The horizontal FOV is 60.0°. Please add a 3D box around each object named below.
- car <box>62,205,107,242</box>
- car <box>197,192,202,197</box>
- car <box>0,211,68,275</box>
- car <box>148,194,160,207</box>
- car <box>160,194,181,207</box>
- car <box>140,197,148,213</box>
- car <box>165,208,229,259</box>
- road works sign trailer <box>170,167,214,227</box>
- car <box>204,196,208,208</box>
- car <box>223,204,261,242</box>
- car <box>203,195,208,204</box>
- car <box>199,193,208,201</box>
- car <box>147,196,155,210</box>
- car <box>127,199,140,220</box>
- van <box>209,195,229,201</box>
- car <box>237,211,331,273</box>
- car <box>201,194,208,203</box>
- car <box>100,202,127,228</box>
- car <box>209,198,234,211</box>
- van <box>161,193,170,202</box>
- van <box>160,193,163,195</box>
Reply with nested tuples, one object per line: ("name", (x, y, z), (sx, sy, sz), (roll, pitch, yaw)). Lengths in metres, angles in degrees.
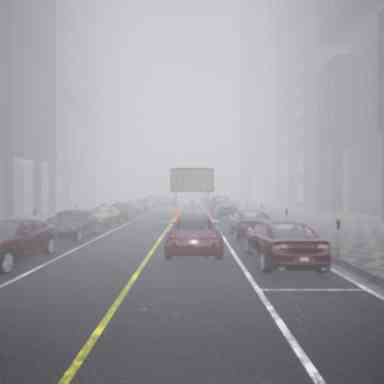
("car", (-5.762, 1.520, 16.025), (1.947, 1.339, 4.313), (0, 0, 0))
("car", (2.767, 1.157, 72.403), (2.192, 1.841, 5.009), (0, 0, 0))
("car", (-5.762, 1.515, 10.389), (1.887, 1.381, 4.507), (0, 0, 0))
("car", (-5.760, 1.329, 44.208), (1.967, 1.590, 4.097), (0, 0, 0))
("car", (-3.078, 1.429, 48.172), (2.033, 1.411, 5.357), (0, 0, 0))
("car", (-5.760, 1.495, 32.935), (1.802, 1.307, 4.206), (0, 0, 0))
("car", (0.075, 1.529, 12.452), (1.994, 1.385, 4.181), (0, 0, 0))
("road works sign trailer", (0.002, 0.412, 18.497), (2.380, 3.560, 2.880), (0, 0, 0))
("car", (2.765, 1.451, 38.587), (2.008, 1.369, 4.403), (0, 0, 0))
("car", (2.763, 1.499, 16.042), (1.887, 1.381, 4.507), (0, 0, 0))
("car", (2.765, 1.471, 44.223), (1.802, 1.307, 4.206), (0, 0, 0))
("car", (2.767, 1.404, 61.132), (1.887, 1.381, 4.507), (0, 0, 0))
("car", (-5.760, 1.467, 38.571), (1.947, 1.339, 4.313), (0, 0, 0))
("car", (-5.761, 1.492, 27.298), (1.947, 1.339, 4.313), (0, 0, 0))
("van", (2.764, 1.254, 32.950), (1.690, 1.788, 3.998), (0, 0, 0))
("car", (2.763, 1.514, 10.406), (1.887, 1.381, 4.507), (0, 0, 0))
("car", (2.766, 1.429, 49.859), (2.008, 1.369, 4.403), (0, 0, 0))
("car", (-5.761, 1.466, 21.491), (1.752, 1.417, 4.829), (0, 0, 0))
("car", (2.764, 1.476, 27.314), (2.008, 1.369, 4.403), (0, 0, 0))
("van", (-5.758, 1.183, 72.389), (1.690, 1.788, 3.998), (0, 0, 0))
("van", (-5.760, 1.220, 49.844), (1.690, 1.788, 3.998), (0, 0, 0))
